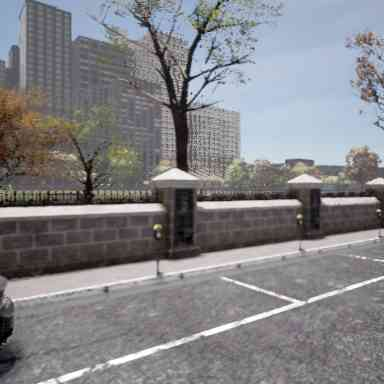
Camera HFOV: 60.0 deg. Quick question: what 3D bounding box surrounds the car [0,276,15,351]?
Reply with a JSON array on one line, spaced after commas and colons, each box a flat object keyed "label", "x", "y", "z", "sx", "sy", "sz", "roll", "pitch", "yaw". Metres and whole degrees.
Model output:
[{"label": "car", "x": -4.339, "y": 1.557, "z": 3.463, "sx": 4.403, "sy": 1.369, "sz": 2.008, "roll": 0, "pitch": 0, "yaw": -35}]
